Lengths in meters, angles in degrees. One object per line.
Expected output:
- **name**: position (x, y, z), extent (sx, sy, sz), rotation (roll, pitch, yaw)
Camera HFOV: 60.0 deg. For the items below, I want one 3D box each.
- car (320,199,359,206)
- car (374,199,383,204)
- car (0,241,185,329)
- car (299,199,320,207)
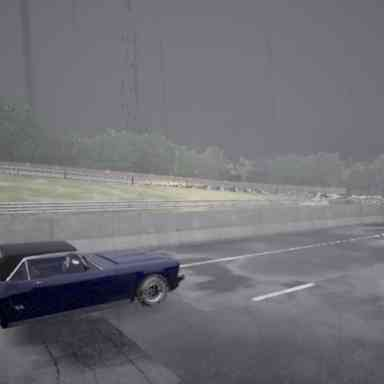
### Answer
- **car**: position (17.019, 1.529, 37.622), extent (4.892, 1.490, 1.837), rotation (0, 0, -35)
- **car**: position (21.326, 1.506, 36.388), extent (5.008, 1.535, 1.882), rotation (0, 0, -35)
- **car**: position (-2.498, 1.601, 6.268), extent (4.718, 1.301, 1.895), rotation (0, 0, -36)
- **car**: position (14.995, 1.550, 40.476), extent (4.674, 1.442, 1.812), rotation (0, 0, -35)
